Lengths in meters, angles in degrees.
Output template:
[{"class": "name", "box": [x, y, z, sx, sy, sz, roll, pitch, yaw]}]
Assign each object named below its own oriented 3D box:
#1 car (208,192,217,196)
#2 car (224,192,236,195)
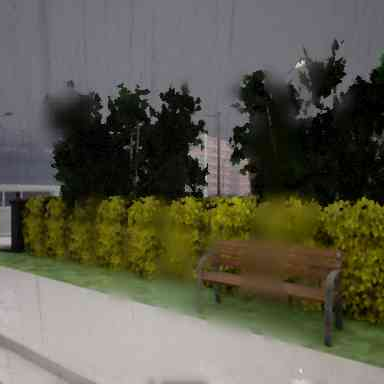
[{"class": "car", "box": [4.220, 0.704, 71.538, 2.128, 1.511, 4.902, 0, 1, 35]}, {"class": "car", "box": [7.749, 0.721, 70.474, 1.994, 1.385, 4.181, 0, 1, 35]}]
